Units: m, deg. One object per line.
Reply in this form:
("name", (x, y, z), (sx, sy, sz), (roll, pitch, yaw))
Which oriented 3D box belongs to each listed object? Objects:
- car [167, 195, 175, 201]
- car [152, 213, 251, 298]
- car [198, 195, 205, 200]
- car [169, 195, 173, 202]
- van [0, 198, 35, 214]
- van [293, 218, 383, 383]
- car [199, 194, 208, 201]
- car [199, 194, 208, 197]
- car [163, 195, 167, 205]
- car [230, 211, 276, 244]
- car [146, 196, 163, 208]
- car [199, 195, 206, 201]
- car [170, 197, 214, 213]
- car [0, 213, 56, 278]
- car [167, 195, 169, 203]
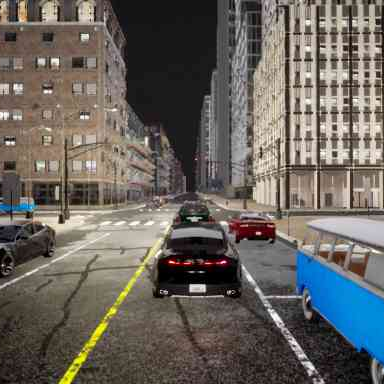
("car", (-5.620, 1.475, 87.586), (1.752, 1.417, 4.829), (1, 0, 0))
("car", (0.107, 1.506, 8.473), (1.837, 1.490, 4.892), (0, 0, 0))
("car", (2.763, 1.524, 93.400), (1.802, 1.307, 4.206), (1, 0, 0))
("car", (-5.633, 1.519, 70.800), (2.008, 1.369, 4.403), (1, 0, 0))
("van", (-19.711, 1.525, 37.074), (3.998, 1.788, 1.690), (0, 0, 1))
("van", (2.704, 1.342, 4.591), (1.690, 1.788, 3.998), (1, 0, 0))
("car", (2.757, 1.396, 82.097), (1.967, 1.590, 4.097), (1, 0, 0))
("car", (2.740, 1.531, 59.491), (2.008, 1.369, 4.403), (1, 0, 0))
("car", (-5.642, 1.426, 53.847), (1.967, 1.590, 4.097), (1, 0, 0))
("car", (2.709, 1.545, 15.744), (1.887, 1.381, 4.507), (1, 0, 0))
("car", (-5.649, 1.573, 48.194), (1.802, 1.307, 4.206), (1, 0, 0))
("car", (2.760, 1.474, 87.918), (1.752, 1.417, 4.829), (1, 0, 0))
("car", (0.082, 1.352, 17.566), (2.097, 1.767, 4.553), (0, 0, -1))
("car", (-5.675, 1.567, 10.179), (1.947, 1.339, 4.313), (1, 0, 0))
("car", (-5.640, 1.562, 59.498), (1.802, 1.307, 4.206), (1, 0, 0))
